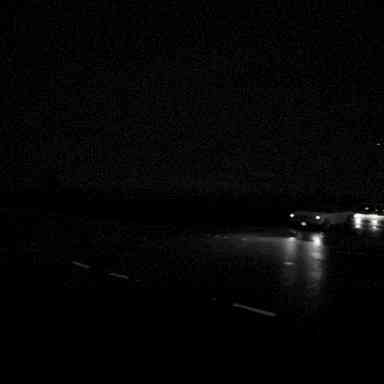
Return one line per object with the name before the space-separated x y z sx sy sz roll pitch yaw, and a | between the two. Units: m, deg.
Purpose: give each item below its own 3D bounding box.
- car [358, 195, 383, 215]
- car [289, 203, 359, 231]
car | 16.152 1.244 30.213 1.994 1.385 4.181 1 1 35
car | 7.510 1.364 19.066 4.718 1.301 1.895 0 1 -44
